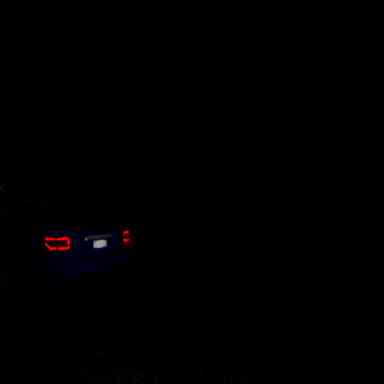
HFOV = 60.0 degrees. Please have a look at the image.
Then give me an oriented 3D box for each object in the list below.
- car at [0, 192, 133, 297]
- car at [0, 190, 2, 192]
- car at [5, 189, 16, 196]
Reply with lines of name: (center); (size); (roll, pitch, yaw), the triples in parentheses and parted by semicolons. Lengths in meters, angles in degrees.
car: (-3.786, 1.141, 8.757); (2.150, 2.045, 5.566); (0, 1, -45)
car: (-35.718, 0.520, 60.628); (2.150, 2.045, 5.566); (0, 2, -19)
car: (-42.290, 0.068, 77.626); (1.994, 1.385, 4.181); (0, 3, -24)
